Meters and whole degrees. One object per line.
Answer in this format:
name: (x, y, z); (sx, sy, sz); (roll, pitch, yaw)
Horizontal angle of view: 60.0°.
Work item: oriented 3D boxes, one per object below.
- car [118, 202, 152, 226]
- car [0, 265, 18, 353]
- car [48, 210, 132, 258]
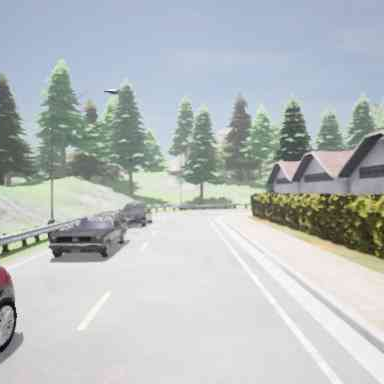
car: (-3.879, 1.487, 22.959); (1.837, 1.490, 4.892); (0, 0, 1)
car: (-3.634, 1.359, 3.053); (2.097, 1.767, 4.553); (0, 0, -1)
car: (-3.803, 1.596, 12.960); (1.895, 1.301, 4.718); (0, 0, -1)
